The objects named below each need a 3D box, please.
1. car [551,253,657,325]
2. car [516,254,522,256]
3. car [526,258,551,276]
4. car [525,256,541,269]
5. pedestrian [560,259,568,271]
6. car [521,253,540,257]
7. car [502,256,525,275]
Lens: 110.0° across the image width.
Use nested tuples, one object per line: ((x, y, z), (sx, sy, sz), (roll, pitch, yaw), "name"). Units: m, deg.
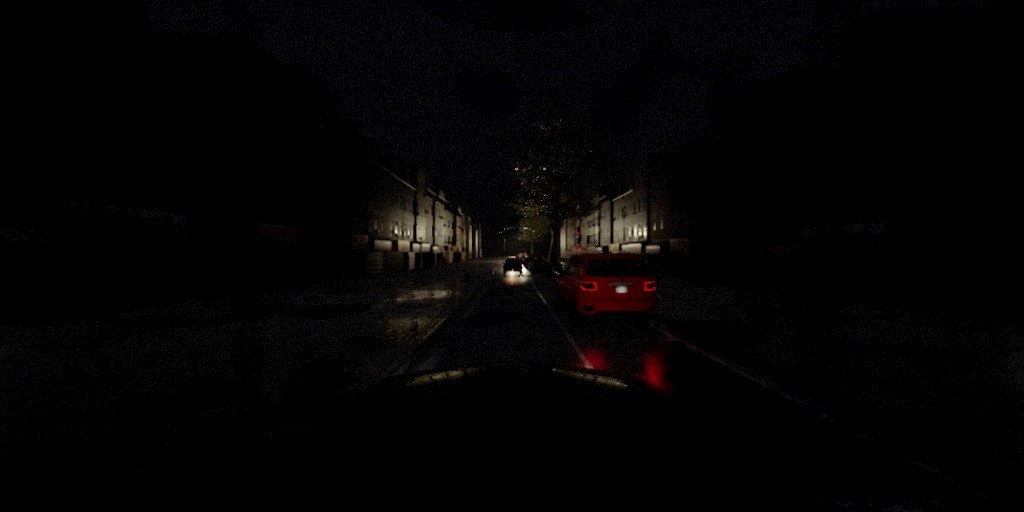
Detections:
((2.751, 0.922, 11.678), (2.150, 2.045, 5.566), (0, 0, 0), "car")
((0.063, 0.889, 49.109), (2.128, 1.511, 4.902), (0, 1, 0), "car")
((2.644, 1.104, 33.163), (1.948, 1.339, 4.313), (0, 0, 0), "car")
((2.645, 1.014, 38.878), (1.751, 1.417, 4.829), (0, 0, 0), "car")
((2.180, 0.971, 14.928), (0.375, 1.860, 0.375), (0, 1, 0), "pedestrian")
((2.647, 0.754, 44.254), (2.192, 1.841, 5.009), (0, 0, 0), "car")
((0.081, 1.023, 35.343), (1.837, 1.490, 4.892), (0, 0, 0), "car")
